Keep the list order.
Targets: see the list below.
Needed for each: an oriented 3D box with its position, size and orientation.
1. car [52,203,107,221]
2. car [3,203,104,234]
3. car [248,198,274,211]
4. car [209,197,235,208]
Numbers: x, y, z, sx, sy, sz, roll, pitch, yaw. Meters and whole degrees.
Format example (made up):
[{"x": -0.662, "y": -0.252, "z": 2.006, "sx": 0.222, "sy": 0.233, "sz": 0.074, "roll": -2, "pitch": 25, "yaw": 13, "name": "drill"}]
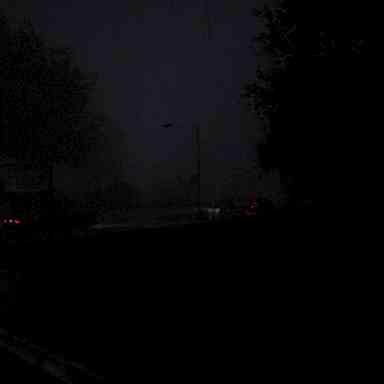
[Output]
[{"x": -9.971, "y": 1.705, "z": 29.733, "sx": 1.994, "sy": 1.385, "sz": 4.181, "roll": 0, "pitch": 0, "yaw": 39, "name": "car"}, {"x": -8.419, "y": 1.654, "z": 20.287, "sx": 2.033, "sy": 1.411, "sz": 5.357, "roll": 0, "pitch": 0, "yaw": 39, "name": "car"}, {"x": 8.781, "y": 1.531, "z": 42.329, "sx": 1.837, "sy": 1.490, "sz": 4.892, "roll": 0, "pitch": 0, "yaw": 36, "name": "car"}, {"x": 4.354, "y": 1.544, "z": 48.236, "sx": 2.128, "sy": 1.511, "sz": 4.902, "roll": 0, "pitch": 0, "yaw": 37, "name": "car"}]
